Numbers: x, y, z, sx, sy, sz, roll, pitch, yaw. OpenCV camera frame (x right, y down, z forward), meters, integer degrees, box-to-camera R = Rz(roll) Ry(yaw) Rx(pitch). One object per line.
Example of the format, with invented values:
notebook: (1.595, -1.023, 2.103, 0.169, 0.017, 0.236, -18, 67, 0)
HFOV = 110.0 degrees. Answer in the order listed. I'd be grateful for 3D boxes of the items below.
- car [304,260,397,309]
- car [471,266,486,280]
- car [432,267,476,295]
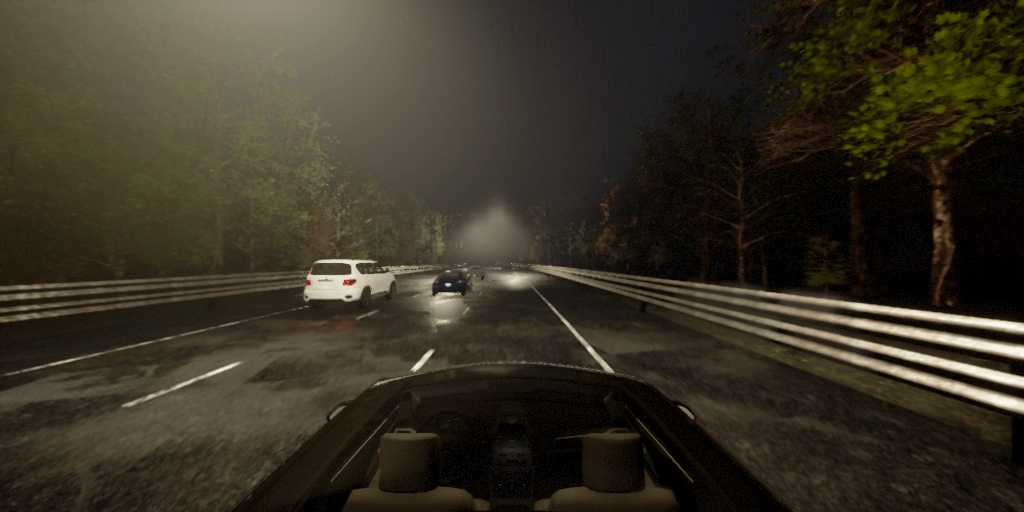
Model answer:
car: (-7.017, 1.172, 16.216, 2.150, 2.045, 5.566, 0, 0, 0)
car: (-3.846, 1.767, 38.565, 1.812, 1.442, 4.674, 0, -1, -1)
car: (-3.541, 1.572, 21.758, 1.994, 1.385, 4.181, 0, -1, -1)
